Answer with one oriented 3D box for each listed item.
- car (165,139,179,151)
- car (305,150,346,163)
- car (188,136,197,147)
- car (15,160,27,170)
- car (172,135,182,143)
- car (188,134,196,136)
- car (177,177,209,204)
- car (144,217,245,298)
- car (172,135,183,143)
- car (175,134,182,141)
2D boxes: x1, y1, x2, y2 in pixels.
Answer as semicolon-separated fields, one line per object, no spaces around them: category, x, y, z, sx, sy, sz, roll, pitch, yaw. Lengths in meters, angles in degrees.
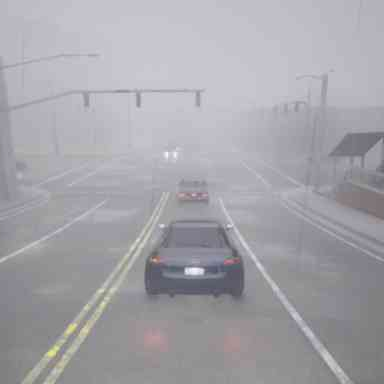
car;-3.594;-7.940;57.602;1.895;1.301;4.718;0;12;-2
car;16.103;-4.302;40.191;4.674;1.442;1.812;0;12;0
car;0.077;-9.780;66.228;1.895;1.301;4.718;0;12;0
car;-19.156;-2.867;33.230;5.008;1.535;1.882;0;12;0
car;-3.528;-12.311;76.913;2.097;1.767;4.553;0;12;0
car;-0.032;-15.050;90.564;1.812;1.442;4.674;0;12;0
car;0.072;-0.216;20.584;2.033;1.411;5.357;0;10;-1
car;0.082;1.281;8.058;1.994;1.385;4.181;0;4;1
car;-3.524;-10.111;67.255;2.128;1.511;4.902;0;12;0
car;-3.531;-14.263;86.877;1.812;1.442;4.674;0;12;0
